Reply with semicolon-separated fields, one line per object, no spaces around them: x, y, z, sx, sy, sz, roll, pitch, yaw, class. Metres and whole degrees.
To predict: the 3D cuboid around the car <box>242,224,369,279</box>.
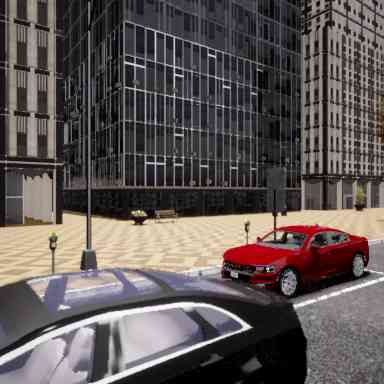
2.749;1.545;8.502;4.507;1.381;1.887;0;0;-35;car

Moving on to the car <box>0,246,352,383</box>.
-1.128;1.491;2.579;4.902;1.511;2.128;0;0;-35;car
